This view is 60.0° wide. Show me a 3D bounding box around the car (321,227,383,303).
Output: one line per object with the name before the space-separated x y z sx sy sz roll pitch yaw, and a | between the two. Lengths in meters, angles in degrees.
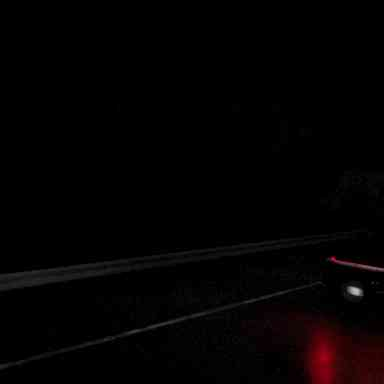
car | 4.799 1.507 7.172 4.902 1.511 2.128 0 0 -36
